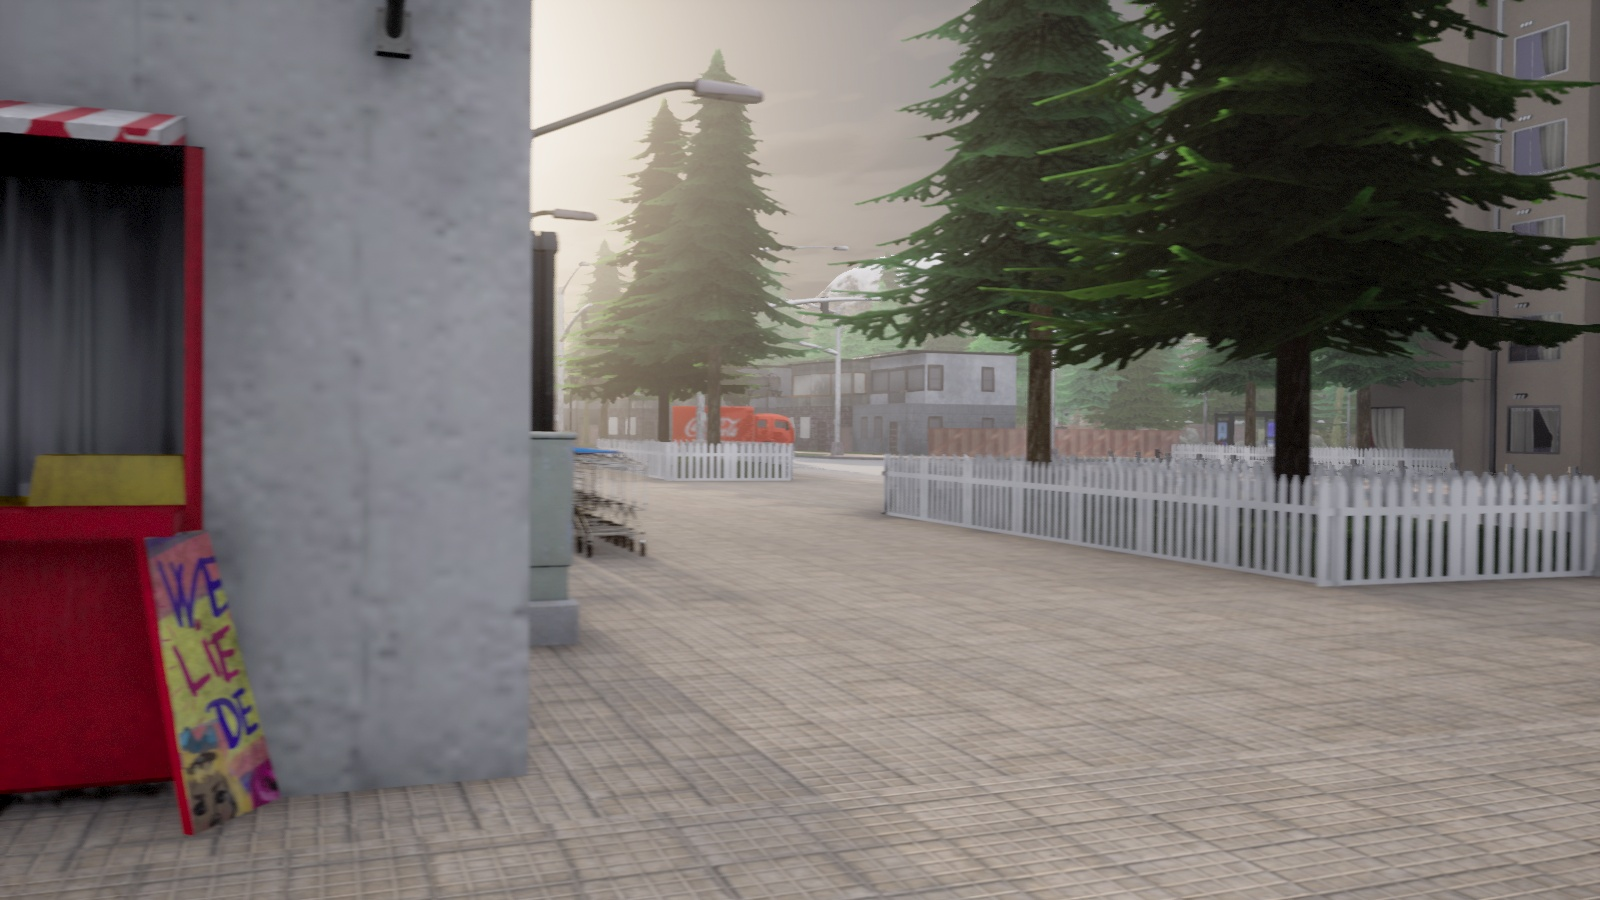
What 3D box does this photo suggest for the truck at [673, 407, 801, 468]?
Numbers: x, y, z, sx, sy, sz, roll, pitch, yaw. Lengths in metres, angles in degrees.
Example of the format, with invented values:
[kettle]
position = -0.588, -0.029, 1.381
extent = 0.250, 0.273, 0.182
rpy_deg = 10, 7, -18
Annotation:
[truck]
position = -2.664, -0.524, 52.957
extent = 5.204, 2.467, 2.627
rpy_deg = 0, 0, -3
